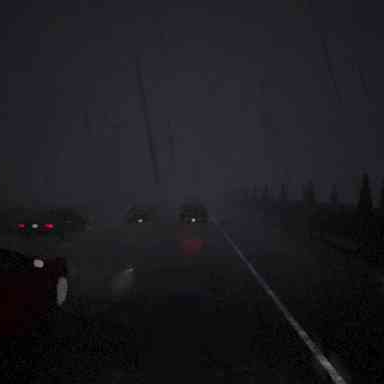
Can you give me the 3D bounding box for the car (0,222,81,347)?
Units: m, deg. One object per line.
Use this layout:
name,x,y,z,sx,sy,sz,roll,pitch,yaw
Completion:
car,-3.401,1.475,4.702,1.882,1.535,5.008,0,0,0

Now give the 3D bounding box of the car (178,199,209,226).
car,0.095,1.493,23.157,1.837,1.490,4.892,0,0,0

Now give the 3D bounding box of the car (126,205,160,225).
car,-3.405,1.589,24.162,1.895,1.301,4.718,0,0,0

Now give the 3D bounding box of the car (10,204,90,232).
car,-6.905,1.539,17.146,2.033,1.411,5.357,0,0,0

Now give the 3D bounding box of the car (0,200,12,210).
car,-17.603,1.476,30.777,2.128,1.511,4.902,0,0,0

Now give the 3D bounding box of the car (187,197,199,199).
car,0.090,1.332,40.714,2.097,1.767,4.553,0,0,0

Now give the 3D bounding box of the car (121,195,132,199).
car,-14.017,1.483,71.739,2.128,1.511,4.902,0,0,0

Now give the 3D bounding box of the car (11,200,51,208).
car,-14.105,1.511,30.359,1.812,1.442,4.674,0,0,0

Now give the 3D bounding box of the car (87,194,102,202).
car,-21.015,1.300,71.925,2.097,1.767,4.553,0,0,0

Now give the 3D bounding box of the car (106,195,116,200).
car,-17.508,1.450,73.137,2.128,1.511,4.902,0,0,0
